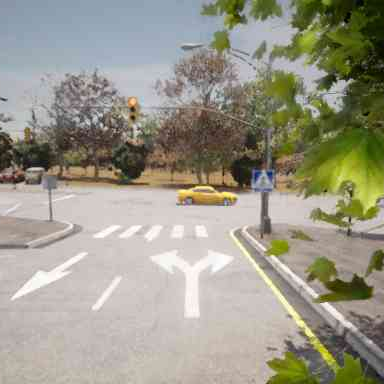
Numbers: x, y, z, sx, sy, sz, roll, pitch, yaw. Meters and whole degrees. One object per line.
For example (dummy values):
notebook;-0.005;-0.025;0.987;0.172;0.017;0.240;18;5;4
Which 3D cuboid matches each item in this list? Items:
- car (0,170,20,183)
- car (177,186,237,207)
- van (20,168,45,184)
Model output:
car;-23.246;-2.132;43.394;2.185;1.767;4.553;0;6;-13
car;1.272;0.294;27.877;5.008;1.535;1.882;2;5;3
van;-20.277;-2.098;42.996;1.878;1.987;4.442;1;6;-14
